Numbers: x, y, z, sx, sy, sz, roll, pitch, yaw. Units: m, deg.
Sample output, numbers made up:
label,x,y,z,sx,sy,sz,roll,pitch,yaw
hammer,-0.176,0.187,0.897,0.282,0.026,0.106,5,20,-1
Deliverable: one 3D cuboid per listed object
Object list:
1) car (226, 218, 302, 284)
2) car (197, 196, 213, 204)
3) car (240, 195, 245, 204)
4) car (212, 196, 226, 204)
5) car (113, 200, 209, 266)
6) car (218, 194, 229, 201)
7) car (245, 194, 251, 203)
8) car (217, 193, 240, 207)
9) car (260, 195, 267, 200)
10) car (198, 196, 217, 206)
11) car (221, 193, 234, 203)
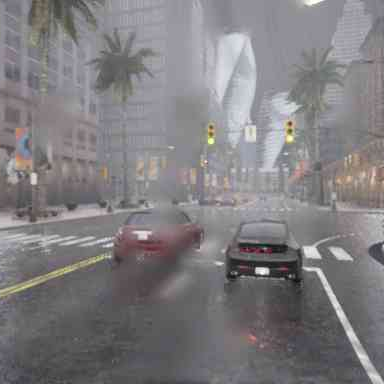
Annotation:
label,x,y,z,sx,sy,sz,roll,pitch,yaw
car,2.117,1.513,9.757,1.837,1.490,4.892,0,0,13
car,2.608,1.528,66.537,2.161,1.482,4.786,0,0,14
car,8.198,1.512,61.603,1.882,1.535,5.008,0,0,15
car,5.266,1.502,64.138,1.882,1.535,5.008,0,0,15
car,-0.955,1.349,11.862,2.097,1.767,4.553,0,0,13
car,8.234,1.391,87.735,2.185,1.767,4.553,0,0,14
car,10.795,1.400,71.382,2.097,1.767,4.553,0,0,15
car,5.836,1.378,52.786,2.097,1.767,4.553,0,0,15
car,19.801,1.603,92.356,1.812,1.442,4.674,0,0,14
car,2.615,1.492,54.282,1.882,1.535,5.008,0,0,15
car,7.965,1.260,74.375,2.150,2.045,5.566,0,0,15
